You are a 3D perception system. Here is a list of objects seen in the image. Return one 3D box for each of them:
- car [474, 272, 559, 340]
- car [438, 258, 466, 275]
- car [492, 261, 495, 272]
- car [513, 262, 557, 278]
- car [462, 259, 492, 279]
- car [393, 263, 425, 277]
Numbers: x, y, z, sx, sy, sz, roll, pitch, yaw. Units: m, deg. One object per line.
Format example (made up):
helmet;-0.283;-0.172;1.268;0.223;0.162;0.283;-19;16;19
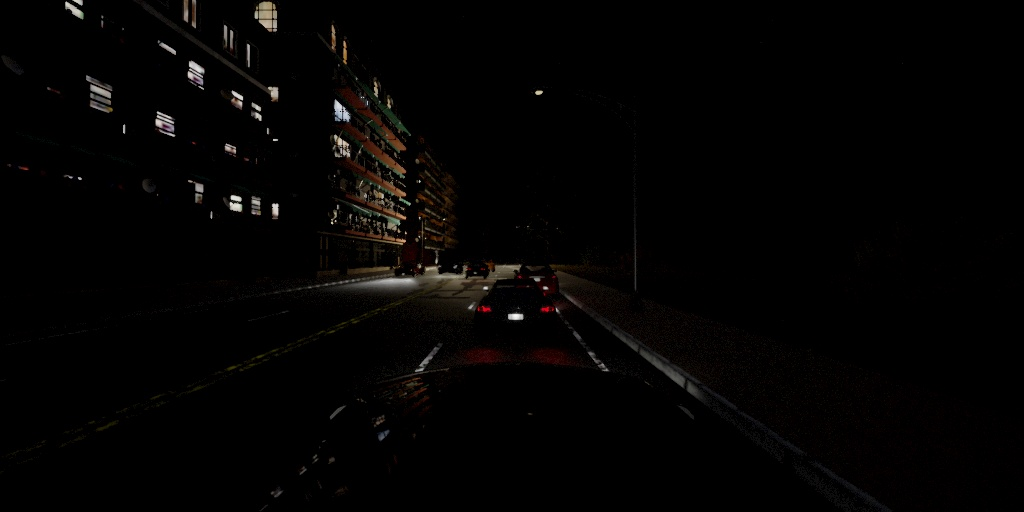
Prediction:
car;0.100;1.315;9.944;1.994;1.385;4.181;0;0;0
car;-6.575;1.104;38.555;2.097;1.767;4.553;0;0;0
car;-3.119;1.229;45.665;1.882;1.535;5.008;0;0;0
car;1.148;1.103;18.524;2.097;1.767;4.553;0;0;0
car;-3.128;1.278;32.969;1.812;1.442;4.674;0;0;0
car;-9.828;1.353;34.623;1.895;1.301;4.718;0;0;0
